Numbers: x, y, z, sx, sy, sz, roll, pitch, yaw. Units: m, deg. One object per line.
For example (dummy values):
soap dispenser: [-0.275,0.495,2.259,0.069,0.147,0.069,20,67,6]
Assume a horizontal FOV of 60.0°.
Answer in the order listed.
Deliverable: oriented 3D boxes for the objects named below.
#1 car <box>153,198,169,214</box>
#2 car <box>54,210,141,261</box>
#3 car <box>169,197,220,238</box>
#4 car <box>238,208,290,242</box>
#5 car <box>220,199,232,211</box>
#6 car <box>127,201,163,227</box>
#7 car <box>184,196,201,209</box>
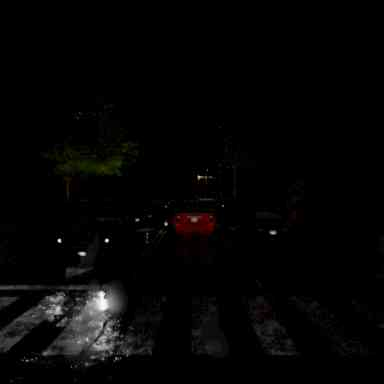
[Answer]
car: [-3.313,1.397,35.001,1.882,1.535,5.008,0,0,0]
car: [-3.338,1.575,12.373,1.895,1.301,4.718,0,0,0]
car: [0.113,1.313,17.562,2.097,1.767,4.553,0,0,0]
car: [3.360,1.491,16.078,1.812,1.442,4.674,0,0,0]
car: [3.373,1.474,38.151,1.994,1.385,4.181,0,0,0]
car: [-3.331,1.514,22.340,1.994,1.385,4.181,0,0,0]
car: [0.031,1.384,44.288,2.128,1.511,4.902,0,0,0]
